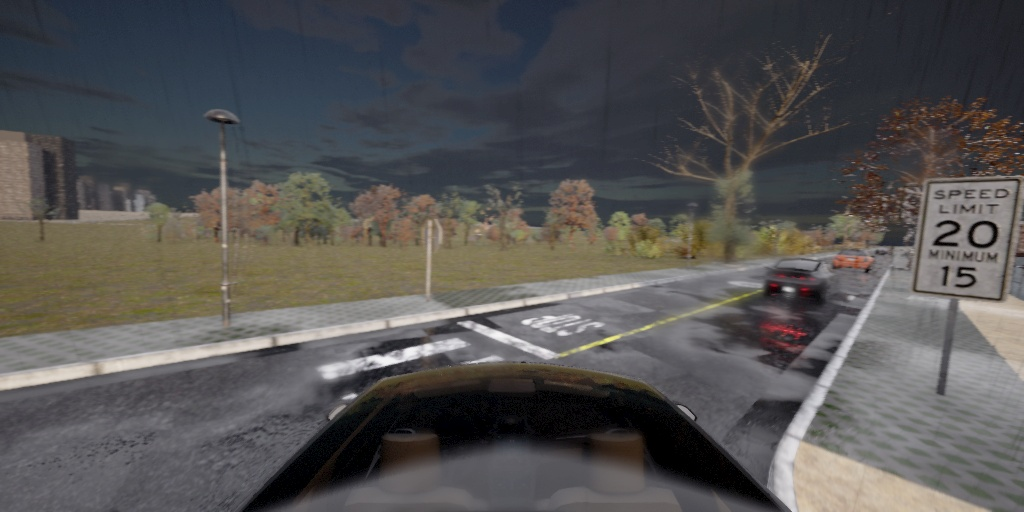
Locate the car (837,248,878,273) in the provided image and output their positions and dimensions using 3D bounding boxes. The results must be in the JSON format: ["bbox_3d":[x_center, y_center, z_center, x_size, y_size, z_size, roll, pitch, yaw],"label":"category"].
[{"bbox_3d":[26.910,0.243,28.202,4.553,1.767,2.097,-2,6,-42],"label":"car"}]

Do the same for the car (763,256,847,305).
[{"bbox_3d":[11.414,0.862,14.053,4.892,1.490,1.837,-2,6,-42],"label":"car"}]
